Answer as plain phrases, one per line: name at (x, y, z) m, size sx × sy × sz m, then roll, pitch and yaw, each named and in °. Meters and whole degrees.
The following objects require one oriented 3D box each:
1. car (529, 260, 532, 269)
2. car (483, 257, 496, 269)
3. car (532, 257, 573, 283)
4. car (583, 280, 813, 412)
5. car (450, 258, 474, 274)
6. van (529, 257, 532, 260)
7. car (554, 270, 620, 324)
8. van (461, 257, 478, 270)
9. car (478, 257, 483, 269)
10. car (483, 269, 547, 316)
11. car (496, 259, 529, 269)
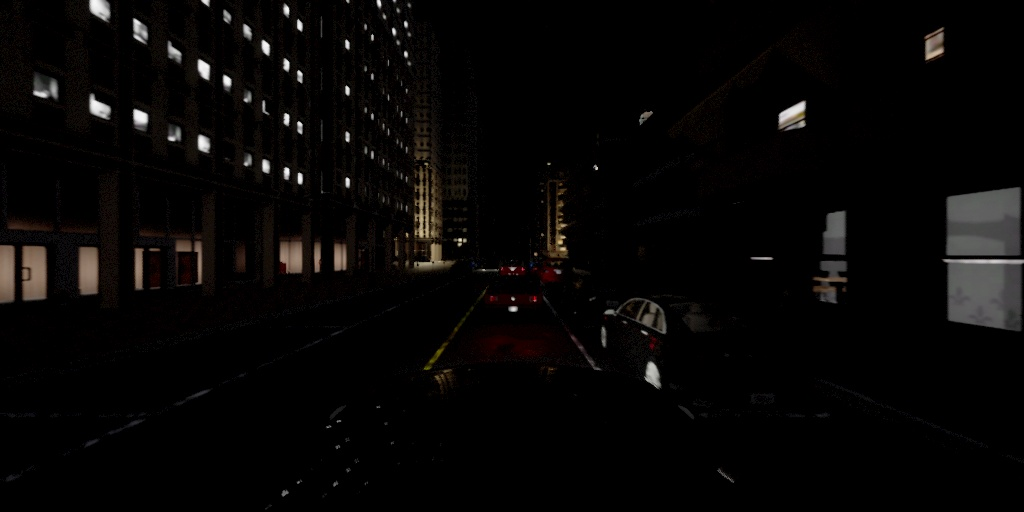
car at (2.680, 1.271, 34.274) m, size 1.802 × 1.307 × 4.207 m, roll 0°, pitch 0°, yaw 0°
car at (-3.093, 1.013, 52.733) m, size 2.097 × 1.767 × 4.553 m, roll 0°, pitch 0°, yaw 0°
car at (2.684, 1.024, 22.976) m, size 2.192 × 1.841 × 5.009 m, roll 0°, pitch 0°, yaw 0°
car at (2.688, 1.292, 6.031) m, size 2.007 × 1.370 × 4.403 m, roll 0°, pitch 0°, yaw 0°
car at (-5.702, 1.245, 39.920) m, size 1.948 × 1.339 × 4.313 m, roll 0°, pitch 0°, yaw 0°
van at (2.678, 1.021, 39.922) m, size 1.690 × 1.789 × 3.998 m, roll 0°, pitch 0°, yaw 0°
car at (2.687, 1.296, 11.679) m, size 1.948 × 1.339 × 4.313 m, roll 0°, pitch 0°, yaw 0°
van at (-5.705, 1.011, 45.568) m, size 1.690 × 1.789 × 3.998 m, roll 0°, pitch 0°, yaw 0°
car at (-5.706, 1.213, 51.217) m, size 2.007 × 1.370 × 4.403 m, roll 0°, pitch 0°, yaw 0°
car at (0.059, 1.328, 13.164) m, size 1.895 × 1.301 × 4.718 m, roll 0°, pitch 0°, yaw 0°
car at (0.060, 1.049, 29.305) m, size 2.097 × 1.767 × 4.553 m, roll 0°, pitch 0°, yaw 0°
